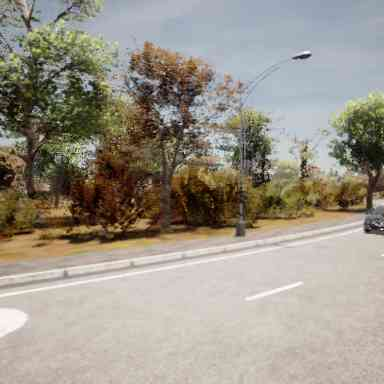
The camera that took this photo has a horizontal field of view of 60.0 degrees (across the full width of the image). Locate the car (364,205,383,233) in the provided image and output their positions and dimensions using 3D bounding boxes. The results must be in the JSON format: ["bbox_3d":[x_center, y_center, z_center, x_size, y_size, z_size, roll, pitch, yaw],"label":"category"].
[{"bbox_3d":[11.352,1.503,18.962,1.837,1.490,4.892,0,0,43],"label":"car"}]
